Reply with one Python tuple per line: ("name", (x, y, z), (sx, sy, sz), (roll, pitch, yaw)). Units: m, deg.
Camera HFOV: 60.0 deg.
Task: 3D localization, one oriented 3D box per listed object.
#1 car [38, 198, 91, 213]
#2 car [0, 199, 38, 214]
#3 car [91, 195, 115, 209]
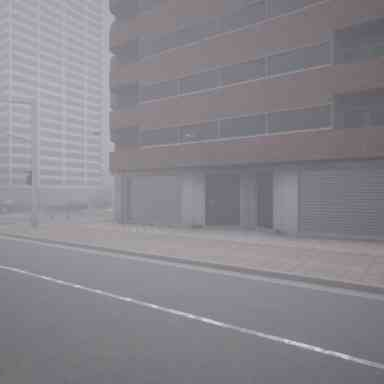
("car", (-13.907, 1.600, 36.478), (1.895, 1.301, 4.718), (0, 0, 35))
("car", (-18.771, 1.477, 35.614), (1.882, 1.535, 5.008), (0, 0, 35))
("car", (-12.816, 1.504, 44.169), (1.837, 1.490, 4.892), (0, 0, 35))
